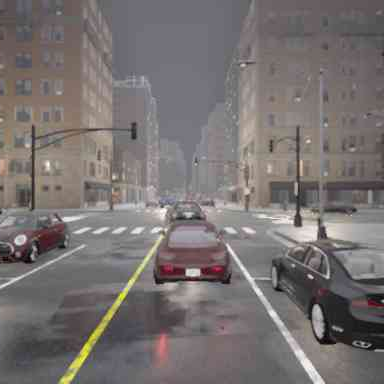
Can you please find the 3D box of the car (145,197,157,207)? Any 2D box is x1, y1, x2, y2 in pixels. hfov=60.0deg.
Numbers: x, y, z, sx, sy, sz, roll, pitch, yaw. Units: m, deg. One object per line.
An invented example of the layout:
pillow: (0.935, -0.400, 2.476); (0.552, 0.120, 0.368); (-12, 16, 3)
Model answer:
car: (-6.026, 1.577, 50.009); (2.008, 1.369, 4.403); (0, 0, -1)

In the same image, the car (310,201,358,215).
car: (14.682, 1.635, 34.566); (4.674, 1.442, 1.812); (0, 0, 1)

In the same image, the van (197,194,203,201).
van: (2.102, 1.472, 88.642); (1.690, 1.788, 3.998); (0, 0, -1)

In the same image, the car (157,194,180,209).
car: (-3.238, 1.244, 46.763); (2.150, 2.045, 5.566); (0, 0, -1)

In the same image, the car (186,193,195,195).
car: (-0.448, 1.314, 76.824); (2.150, 2.045, 5.566); (0, 0, -1)

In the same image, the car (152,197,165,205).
car: (-6.140, 1.591, 61.025); (1.887, 1.381, 4.507); (0, 0, -1)

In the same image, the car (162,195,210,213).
car: (-0.511, 1.320, 20.626); (2.097, 1.767, 4.553); (0, 1, -9)

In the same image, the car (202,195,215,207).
car: (2.499, 1.572, 50.094); (1.887, 1.381, 4.507); (0, 0, -1)

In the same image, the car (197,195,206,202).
car: (2.215, 1.532, 77.627); (1.967, 1.590, 4.097); (0, 0, -1)

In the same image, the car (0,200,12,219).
car: (-17.992, 1.405, 27.640); (4.902, 1.511, 2.128); (0, 0, 0)

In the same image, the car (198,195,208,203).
car: (2.272, 1.515, 72.122); (1.967, 1.590, 4.097); (0, 0, -1)

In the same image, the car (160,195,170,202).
car: (-6.310, 1.531, 77.549); (1.967, 1.590, 4.097); (0, 0, -1)

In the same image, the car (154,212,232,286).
car: (0.011, 1.526, 9.312); (1.812, 1.442, 4.674); (0, 0, 0)

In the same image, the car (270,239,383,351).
car: (2.670, 1.551, 6.167); (2.008, 1.369, 4.403); (0, 0, 0)

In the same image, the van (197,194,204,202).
van: (2.159, 1.451, 83.135); (1.690, 1.788, 3.998); (0, 0, -1)

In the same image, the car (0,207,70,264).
car: (-5.860, 1.440, 11.648); (1.967, 1.590, 4.097); (0, 0, 0)

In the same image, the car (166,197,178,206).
car: (-3.336, 1.602, 56.818); (1.994, 1.385, 4.181); (0, 0, -2)

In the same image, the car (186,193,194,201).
car: (-0.559, 1.352, 87.542); (2.150, 2.045, 5.566); (0, 0, -1)

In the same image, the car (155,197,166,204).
car: (-6.197, 1.641, 66.532); (1.802, 1.307, 4.206); (0, 0, -1)
